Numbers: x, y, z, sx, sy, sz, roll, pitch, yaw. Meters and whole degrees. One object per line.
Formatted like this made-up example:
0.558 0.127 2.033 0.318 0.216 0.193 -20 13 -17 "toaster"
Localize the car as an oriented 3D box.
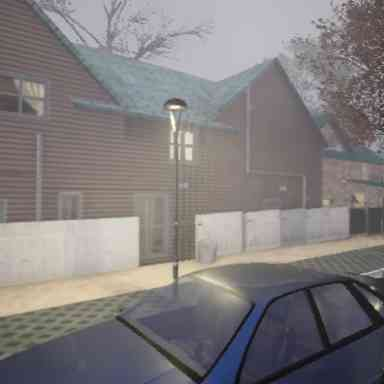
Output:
0.618 1.550 3.513 5.357 1.411 2.033 0 0 -35 "car"
